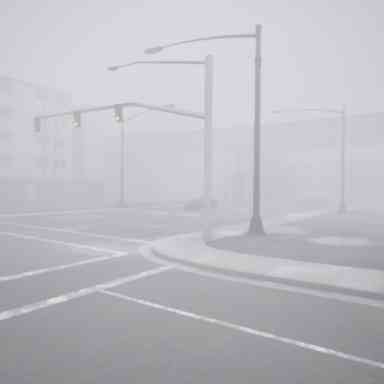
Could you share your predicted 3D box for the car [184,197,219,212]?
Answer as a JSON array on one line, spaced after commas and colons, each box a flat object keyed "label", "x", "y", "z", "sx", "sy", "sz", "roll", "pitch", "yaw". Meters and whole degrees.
[{"label": "car", "x": 1.041, "y": 1.298, "z": 35.935, "sx": 1.882, "sy": 1.535, "sz": 5.008, "roll": 1, "pitch": 1, "yaw": 34}]

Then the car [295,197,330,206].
[{"label": "car", "x": 18.681, "y": 1.413, "z": 51.738, "sx": 5.357, "sy": 1.411, "sz": 2.033, "roll": 0, "pitch": 0, "yaw": -16}]
